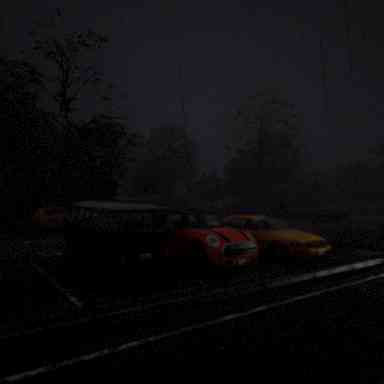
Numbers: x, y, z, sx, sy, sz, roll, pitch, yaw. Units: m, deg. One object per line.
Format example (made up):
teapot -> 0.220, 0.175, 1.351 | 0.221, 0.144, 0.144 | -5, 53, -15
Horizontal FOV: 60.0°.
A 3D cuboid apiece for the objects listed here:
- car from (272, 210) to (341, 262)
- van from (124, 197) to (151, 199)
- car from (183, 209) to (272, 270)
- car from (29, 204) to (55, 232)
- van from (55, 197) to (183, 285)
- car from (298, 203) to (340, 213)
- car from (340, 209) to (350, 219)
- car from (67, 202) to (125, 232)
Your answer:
car -> 2.640, 1.578, 12.959 | 1.946, 1.575, 5.366 | 1, -1, -36
van -> -4.039, 1.366, 23.351 | 1.878, 1.987, 4.442 | 1, -1, -36
car -> 0.148, 1.409, 11.431 | 2.185, 1.767, 4.553 | 1, -1, -36
car -> -8.646, 1.508, 20.407 | 1.946, 1.575, 5.366 | 1, 0, -36
van -> -2.365, 1.272, 9.726 | 1.878, 1.987, 4.442 | 1, 0, -36
car -> 12.775, 2.181, 35.565 | 2.002, 1.452, 4.674 | 2, -1, -36
car -> 15.324, 2.119, 37.457 | 2.185, 1.767, 4.553 | 2, -1, -35
car -> -6.486, 1.544, 21.961 | 1.946, 1.575, 5.366 | 1, -1, -36
